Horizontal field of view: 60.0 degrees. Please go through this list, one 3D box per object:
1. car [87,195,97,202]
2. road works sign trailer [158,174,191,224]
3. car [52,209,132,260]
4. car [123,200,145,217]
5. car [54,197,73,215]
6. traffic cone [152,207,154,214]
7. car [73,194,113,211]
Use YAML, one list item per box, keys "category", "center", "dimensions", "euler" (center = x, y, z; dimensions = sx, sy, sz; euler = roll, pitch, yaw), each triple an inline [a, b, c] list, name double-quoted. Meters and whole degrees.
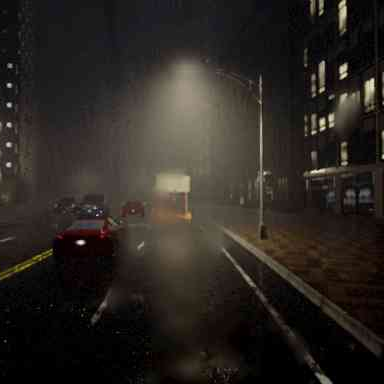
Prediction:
- category: "car"
  center: [-22.111, 1.401, 73.388]
  dimensions: [1.837, 1.490, 4.892]
  euler: [0, 0, -19]
- category: "road works sign trailer"
  center: [-1.333, 0.455, 24.667]
  dimensions: [2.380, 3.560, 2.880]
  euler: [0, 0, -7]
- category: "car"
  center: [-3.608, 1.559, 12.452]
  dimensions: [1.994, 1.385, 4.181]
  euler: [0, 0, -3]
- category: "car"
  center: [-5.455, 1.462, 31.364]
  dimensions: [1.882, 1.535, 5.008]
  euler: [0, 0, -8]
- category: "car"
  center: [-12.622, 1.324, 34.104]
  dimensions: [2.097, 1.767, 4.553]
  euler: [0, 0, -9]
- category: "traffic cone"
  center: [-3.599, 1.942, 31.432]
  dimensions: [0.340, 0.580, 0.340]
  euler: [0, 0, -7]
- category: "car"
  center: [-8.709, 1.202, 29.836]
  dimensions: [2.150, 2.045, 5.566]
  euler: [0, 0, -8]
